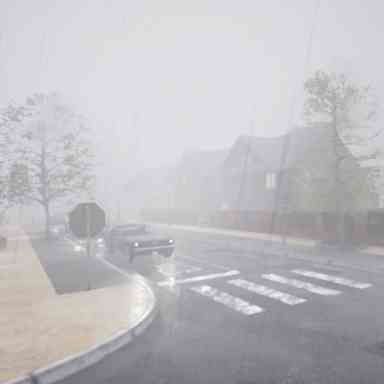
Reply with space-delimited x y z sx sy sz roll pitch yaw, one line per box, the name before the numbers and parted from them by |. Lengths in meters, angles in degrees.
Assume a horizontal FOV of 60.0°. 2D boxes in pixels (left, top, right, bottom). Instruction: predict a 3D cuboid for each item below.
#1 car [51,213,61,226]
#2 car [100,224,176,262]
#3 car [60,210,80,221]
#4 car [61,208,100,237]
car | -15.204 3.137 38.426 1.994 1.385 4.181 -1 -2 -28
car | -2.466 2.138 14.815 1.895 1.301 4.718 -1 -2 -28
car | -18.759 3.569 50.931 2.033 1.411 5.357 -1 -2 -28
car | -8.470 2.239 25.859 2.150 2.045 5.566 -1 -1 -28
